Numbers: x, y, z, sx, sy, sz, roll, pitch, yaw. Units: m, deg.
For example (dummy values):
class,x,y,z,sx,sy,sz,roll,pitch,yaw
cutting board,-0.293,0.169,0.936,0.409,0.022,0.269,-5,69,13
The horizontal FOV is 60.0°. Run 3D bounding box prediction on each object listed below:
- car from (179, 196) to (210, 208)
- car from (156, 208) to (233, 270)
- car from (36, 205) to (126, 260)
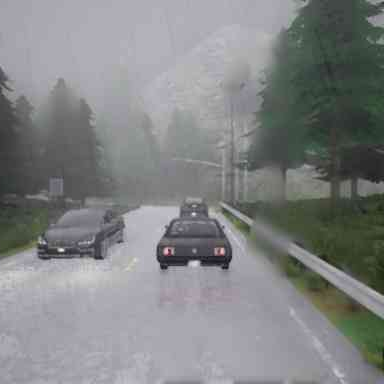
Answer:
class,x,y,z,sx,sy,sz,roll,pitch,yaw
car,0.153,1.048,22.680,1.837,1.490,4.892,0,1,1
car,0.085,1.394,10.184,1.895,1.301,4.718,0,1,1
car,-3.537,1.272,11.458,1.837,1.490,4.892,0,1,0
